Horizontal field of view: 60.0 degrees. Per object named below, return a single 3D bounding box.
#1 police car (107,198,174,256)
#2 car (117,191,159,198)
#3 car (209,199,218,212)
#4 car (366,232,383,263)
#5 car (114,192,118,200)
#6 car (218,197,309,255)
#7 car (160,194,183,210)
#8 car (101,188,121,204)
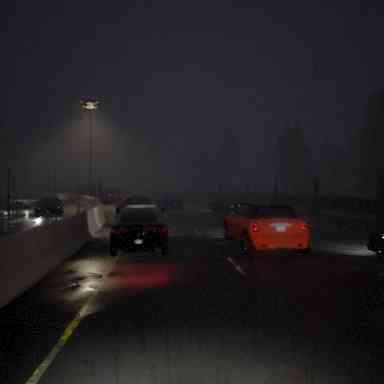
[{"bbox_3d":[-1.915,1.232,12.464,1.930,1.638,5.238,0,1,-8],"label":"police car"},{"bbox_3d":[-3.703,1.007,22.224,2.097,1.767,4.553,0,1,-13],"label":"car"},{"bbox_3d":[3.057,1.100,28.212,2.033,1.411,5.357,0,1,-16],"label":"car"},{"bbox_3d":[6.635,1.408,8.115,2.033,1.411,5.357,0,1,-5],"label":"car"},{"bbox_3d":[-5.315,1.020,28.275,1.801,1.575,5.366,0,1,-17],"label":"car"},{"bbox_3d":[2.561,1.149,12.599,2.097,1.767,4.553,0,1,-7],"label":"car"},{"bbox_3d":[-2.357,0.952,33.724,1.882,1.535,5.008,0,1,-18],"label":"car"},{"bbox_3d":[-11.201,0.519,45.906,2.150,2.045,5.566,-1,1,-28],"label":"car"}]
